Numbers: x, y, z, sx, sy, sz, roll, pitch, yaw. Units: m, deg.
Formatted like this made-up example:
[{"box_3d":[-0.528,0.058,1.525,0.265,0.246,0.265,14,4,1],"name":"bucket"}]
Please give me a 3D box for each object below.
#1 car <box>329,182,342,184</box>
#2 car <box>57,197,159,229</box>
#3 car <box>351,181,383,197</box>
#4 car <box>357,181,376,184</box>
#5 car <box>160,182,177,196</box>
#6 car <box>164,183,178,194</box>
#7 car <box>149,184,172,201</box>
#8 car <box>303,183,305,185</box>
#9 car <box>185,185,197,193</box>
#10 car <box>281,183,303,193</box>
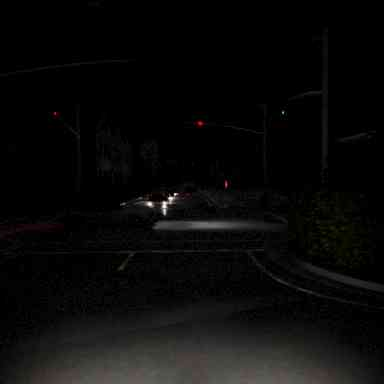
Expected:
[{"box_3d":[25.304,-1.036,59.485,2.152,1.636,5.027,-1,2,0],"name":"car"},{"box_3d":[-4.344,1.117,17.364,4.718,1.301,1.895,-1,3,0],"name":"car"},{"box_3d":[22.258,-0.463,42.094,1.932,1.855,4.605,-1,2,0],"name":"car"},{"box_3d":[19.013,-0.177,34.214,1.905,1.878,3.866,-1,2,0],"name":"car"},{"box_3d":[-3.747,-0.455,48.290,2.150,2.045,5.566,-1,2,-1],"name":"car"},{"box_3d":[-3.724,-0.678,58.606,2.097,1.767,4.553,-1,2,0],"name":"car"},{"box_3d":[-3.719,0.161,37.765,1.882,1.535,5.008,-1,2,0],"name":"car"},{"box_3d":[18.889,-0.874,59.132,1.970,1.475,3.806,-1,2,0],"name":"car"},{"box_3d":[-0.173,-0.547,58.693,1.812,1.442,4.674,-1,2,0],"name":"car"},{"box_3d":[15.265,-0.526,52.071,2.007,1.523,4.514,-1,2,0],"name":"car"}]
